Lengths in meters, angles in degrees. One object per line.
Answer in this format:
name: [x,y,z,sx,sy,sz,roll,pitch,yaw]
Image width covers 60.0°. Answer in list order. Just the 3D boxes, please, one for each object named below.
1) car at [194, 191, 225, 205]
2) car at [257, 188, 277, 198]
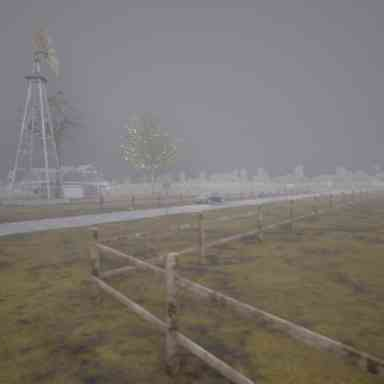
car: [2.076,0.691,38.203,1.837,1.490,4.892,-1,1,35]
car: [11.667,0.154,51.564,1.994,1.385,4.181,-1,1,35]
